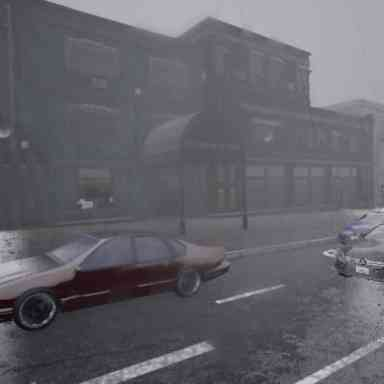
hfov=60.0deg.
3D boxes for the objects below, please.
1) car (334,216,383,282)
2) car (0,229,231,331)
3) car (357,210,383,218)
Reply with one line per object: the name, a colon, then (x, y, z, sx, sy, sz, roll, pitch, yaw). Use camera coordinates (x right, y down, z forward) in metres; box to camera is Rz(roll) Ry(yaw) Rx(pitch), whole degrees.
car: (5.767, 1.514, 8.921, 4.674, 1.442, 1.812, 0, 0, -36)
car: (-1.649, 1.546, 7.052, 5.357, 1.411, 2.033, 0, 0, -35)
car: (8.113, 1.505, 14.044, 4.674, 1.442, 1.812, 0, 0, -36)
